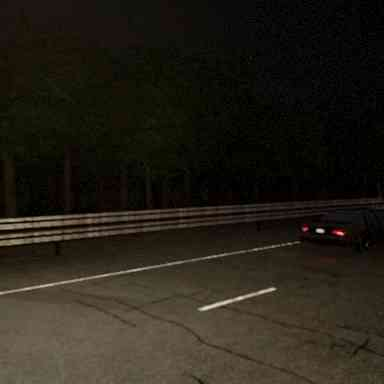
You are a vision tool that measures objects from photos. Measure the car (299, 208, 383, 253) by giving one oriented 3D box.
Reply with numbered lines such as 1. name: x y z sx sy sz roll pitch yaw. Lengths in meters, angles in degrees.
1. car: 6.335 1.313 12.634 5.357 1.411 2.033 -1 1 -36
